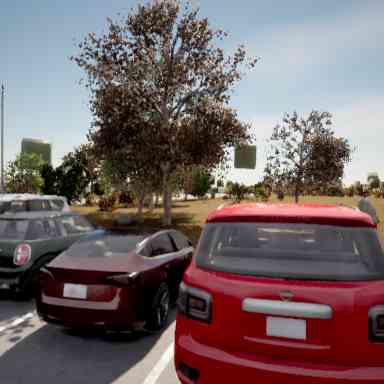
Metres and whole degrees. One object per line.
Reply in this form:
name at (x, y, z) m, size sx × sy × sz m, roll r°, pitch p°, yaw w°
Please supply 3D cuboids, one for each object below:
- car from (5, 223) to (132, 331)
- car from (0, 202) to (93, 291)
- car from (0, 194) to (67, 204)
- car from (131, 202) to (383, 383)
car at (-1.013, 1.451, 6.851) m, size 2.163 × 1.488 × 4.792 m, roll 0°, pitch -1°, yaw 15°
car at (-3.458, 1.273, 8.500) m, size 2.185 × 1.767 × 4.553 m, roll 1°, pitch 0°, yaw 15°
car at (-5.893, 1.116, 10.198) m, size 2.435 × 2.045 × 5.566 m, roll 1°, pitch 0°, yaw 15°
car at (1.419, 1.181, 5.136) m, size 2.435 × 2.045 × 5.566 m, roll 0°, pitch -1°, yaw 15°
